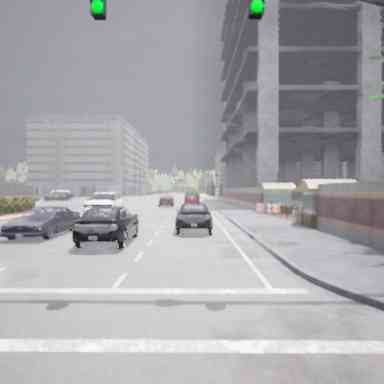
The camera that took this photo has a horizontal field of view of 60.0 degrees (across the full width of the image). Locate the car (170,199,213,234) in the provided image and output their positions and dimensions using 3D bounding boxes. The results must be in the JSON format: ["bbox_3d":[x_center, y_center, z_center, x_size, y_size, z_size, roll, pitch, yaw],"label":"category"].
[{"bbox_3d":[0.098,1.334,18.132,2.128,1.511,4.902,0,0,0],"label":"car"}]

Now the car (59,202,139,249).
[{"bbox_3d":[-3.401,1.359,13.835,2.128,1.511,4.902,0,0,0],"label":"car"}]

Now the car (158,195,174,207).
[{"bbox_3d":[-3.406,1.162,44.845,1.882,1.535,5.008,0,1,0],"label":"car"}]

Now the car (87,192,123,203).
[{"bbox_3d":[-7.081,1.011,27.043,2.150,2.045,5.566,0,0,0],"label":"car"}]

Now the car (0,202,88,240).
[{"bbox_3d":[-7.098,1.401,16.295,2.033,1.411,5.357,0,0,0],"label":"car"}]

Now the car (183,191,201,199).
[{"bbox_3d":[-0.006,0.904,45.368,2.150,2.045,5.566,0,0,0],"label":"car"}]
